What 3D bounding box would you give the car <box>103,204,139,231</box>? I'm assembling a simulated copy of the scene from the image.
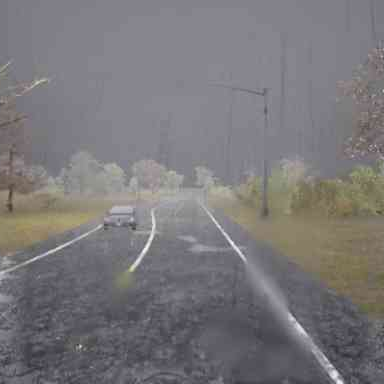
[{"bbox_3d":[-4.267,1.514,20.635,1.812,1.442,4.674,0,0,-6],"label":"car"}]
